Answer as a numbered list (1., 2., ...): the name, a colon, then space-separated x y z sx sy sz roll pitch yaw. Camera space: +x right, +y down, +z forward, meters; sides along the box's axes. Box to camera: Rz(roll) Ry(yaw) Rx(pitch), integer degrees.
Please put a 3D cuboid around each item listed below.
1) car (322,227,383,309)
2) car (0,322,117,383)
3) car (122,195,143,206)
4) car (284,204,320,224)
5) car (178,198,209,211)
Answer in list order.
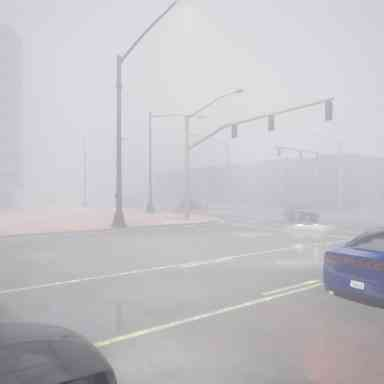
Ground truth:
1. car: 4.928 1.478 7.262 5.008 1.535 1.882 0 0 -35
2. car: -2.804 1.505 1.754 4.892 1.490 1.837 0 0 -35
3. car: -9.961 1.354 55.501 2.097 1.767 4.553 0 0 -34
4. car: 8.135 1.564 24.826 1.994 1.385 4.181 0 0 7
5. car: 0.083 1.492 41.389 2.128 1.511 4.902 0 0 -36
